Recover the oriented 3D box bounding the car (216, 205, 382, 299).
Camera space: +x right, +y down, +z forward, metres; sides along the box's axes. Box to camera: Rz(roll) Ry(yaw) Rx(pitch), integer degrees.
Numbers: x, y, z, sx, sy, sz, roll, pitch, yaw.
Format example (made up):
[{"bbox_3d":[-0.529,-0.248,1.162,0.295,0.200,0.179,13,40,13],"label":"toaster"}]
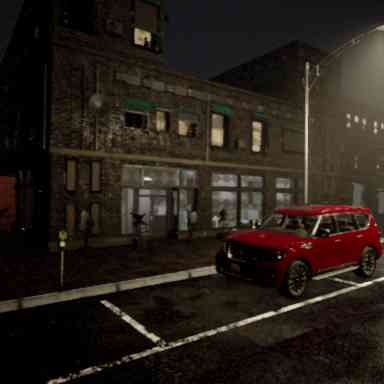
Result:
[{"bbox_3d":[2.986,1.317,8.669,5.009,1.841,2.192,0,1,-35],"label":"car"}]
